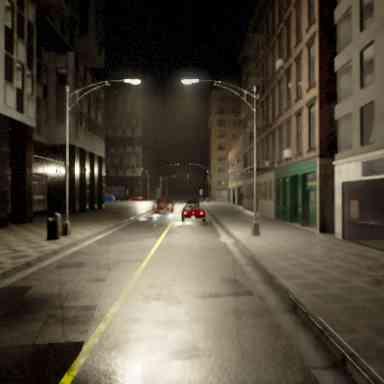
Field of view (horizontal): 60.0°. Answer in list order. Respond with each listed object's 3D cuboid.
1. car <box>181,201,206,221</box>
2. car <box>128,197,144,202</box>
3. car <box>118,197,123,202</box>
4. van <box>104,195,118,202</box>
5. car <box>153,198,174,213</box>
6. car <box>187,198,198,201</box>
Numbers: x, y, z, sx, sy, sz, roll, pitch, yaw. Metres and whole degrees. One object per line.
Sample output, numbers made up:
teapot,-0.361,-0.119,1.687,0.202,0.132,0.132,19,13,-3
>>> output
car,0.102,1.646,27.407,1.895,1.301,4.718,0,0,0
car,-14.465,1.839,86.488,4.206,1.307,1.802,0,0,0
car,-20.113,1.863,86.494,4.313,1.339,1.947,0,0,0
van,-20.115,1.550,77.970,3.998,1.788,1.690,0,0,0
car,-3.091,1.414,36.840,2.097,1.767,4.553,0,0,0
car,0.102,1.554,44.979,1.882,1.535,5.008,0,0,0
